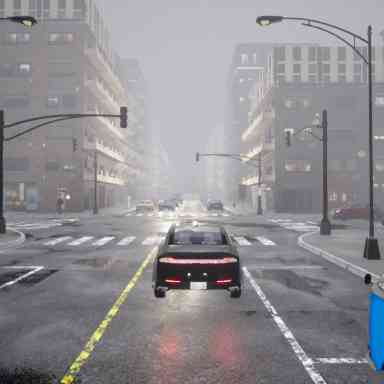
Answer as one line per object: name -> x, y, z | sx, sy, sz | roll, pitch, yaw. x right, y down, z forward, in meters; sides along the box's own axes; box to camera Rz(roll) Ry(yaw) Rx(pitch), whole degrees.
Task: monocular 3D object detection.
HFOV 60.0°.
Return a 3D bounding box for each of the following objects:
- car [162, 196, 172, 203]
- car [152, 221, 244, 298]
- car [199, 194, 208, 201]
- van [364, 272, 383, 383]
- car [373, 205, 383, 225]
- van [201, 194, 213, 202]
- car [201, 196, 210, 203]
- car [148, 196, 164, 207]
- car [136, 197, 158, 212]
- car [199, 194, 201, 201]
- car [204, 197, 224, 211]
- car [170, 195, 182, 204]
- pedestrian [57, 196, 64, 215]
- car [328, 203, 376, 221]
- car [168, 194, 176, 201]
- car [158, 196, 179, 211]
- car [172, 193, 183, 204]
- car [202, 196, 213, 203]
car -> -5.496, 1.577, 73.822 | 1.887, 1.381, 4.507 | 1, 0, 0
car -> 0.122, 1.494, 8.488 | 2.128, 1.511, 4.902 | 0, 0, 0
car -> 2.915, 1.355, 85.086 | 2.192, 1.841, 5.009 | 1, 0, 0
van -> 2.679, 1.342, 1.999 | 1.690, 1.788, 3.998 | 1, 0, 0
car -> 13.587, 1.583, 19.723 | 4.313, 1.339, 1.947 | 0, -1, 1
van -> 2.846, 1.364, 56.873 | 1.690, 1.788, 3.998 | 1, 0, 0
car -> 2.883, 1.614, 73.801 | 1.802, 1.307, 4.206 | 1, 0, 0
car -> -5.550, 1.461, 51.251 | 1.967, 1.590, 4.097 | 1, 0, 0
car -> -5.579, 1.541, 39.796 | 1.752, 1.417, 4.829 | 1, 0, 0
car -> 2.871, 1.555, 68.328 | 1.752, 1.417, 4.829 | 1, 0, 0
car -> 2.801, 1.581, 39.946 | 1.947, 1.339, 4.313 | 1, 0, 0
car -> -2.969, 1.546, 50.847 | 1.812, 1.442, 4.674 | 0, 0, 0
pedestrian -> -12.462, 1.218, 31.425 | 0.375, 1.860, 0.375 | 0, -1, 1
car -> 13.711, 1.609, 28.104 | 4.097, 1.590, 1.967 | 0, -1, 1
car -> -5.453, 1.483, 90.750 | 1.967, 1.590, 4.097 | 1, 0, 0
car -> -3.001, 1.563, 40.944 | 2.033, 1.411, 5.357 | 0, 0, 0
car -> -2.896, 1.247, 63.545 | 2.150, 2.045, 5.566 | 0, 0, 1
car -> 2.815, 1.569, 45.588 | 2.008, 1.369, 4.403 | 1, 0, 0
